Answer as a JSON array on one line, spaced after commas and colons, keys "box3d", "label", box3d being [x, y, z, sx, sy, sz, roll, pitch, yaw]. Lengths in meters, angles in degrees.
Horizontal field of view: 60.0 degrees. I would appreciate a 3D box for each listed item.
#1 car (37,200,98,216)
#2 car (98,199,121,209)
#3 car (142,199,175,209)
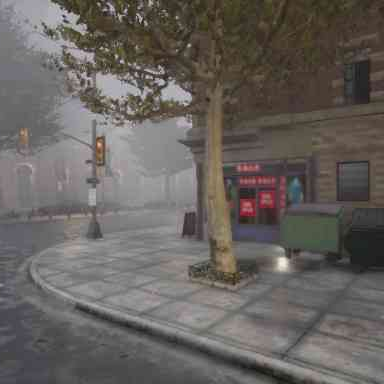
[{"box3d": [-12.510, 1.547, 33.172, 2.033, 1.411, 5.357, 0, 0, 36], "label": "car"}, {"box3d": [-12.005, 1.595, 45.138, 1.895, 1.301, 4.718, 0, 0, 36], "label": "car"}, {"box3d": [-4.429, 1.601, 44.234, 1.895, 1.301, 4.718, 0, 0, 36], "label": "car"}]
